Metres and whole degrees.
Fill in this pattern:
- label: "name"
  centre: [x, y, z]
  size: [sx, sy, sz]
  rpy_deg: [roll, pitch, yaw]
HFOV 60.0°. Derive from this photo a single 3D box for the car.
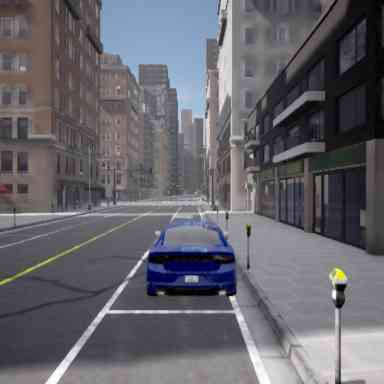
- label: "car"
  centre: [-0.006, 1.468, 8.650]
  size: [1.882, 1.535, 5.008]
  rpy_deg: [0, 0, 0]
